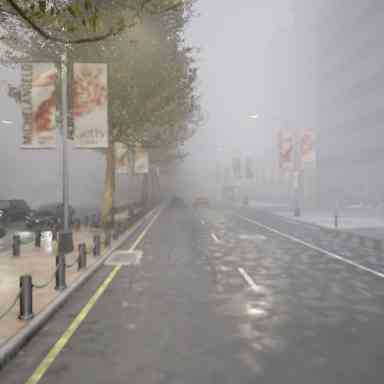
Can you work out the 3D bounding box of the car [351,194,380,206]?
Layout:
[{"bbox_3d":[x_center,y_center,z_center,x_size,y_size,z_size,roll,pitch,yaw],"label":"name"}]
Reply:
[{"bbox_3d":[20.950,0.975,40.910,2.161,1.482,4.786,0,0,-3],"label":"car"}]

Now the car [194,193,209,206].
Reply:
[{"bbox_3d":[1.338,1.134,48.730,1.882,1.535,5.008,0,0,-3],"label":"car"}]

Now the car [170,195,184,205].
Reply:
[{"bbox_3d":[-2.214,1.182,49.544,1.837,1.490,4.892,0,0,-3],"label":"car"}]

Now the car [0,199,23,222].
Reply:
[{"bbox_3d":[-12.581,1.294,22.217,2.097,1.767,4.553,0,0,-2],"label":"car"}]

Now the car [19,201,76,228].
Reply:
[{"bbox_3d":[-9.056,1.424,21.700,1.837,1.490,4.892,0,0,-2],"label":"car"}]

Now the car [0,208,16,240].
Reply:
[{"bbox_3d":[-8.608,1.532,11.674,2.033,1.411,5.357,0,0,-3],"label":"car"}]
